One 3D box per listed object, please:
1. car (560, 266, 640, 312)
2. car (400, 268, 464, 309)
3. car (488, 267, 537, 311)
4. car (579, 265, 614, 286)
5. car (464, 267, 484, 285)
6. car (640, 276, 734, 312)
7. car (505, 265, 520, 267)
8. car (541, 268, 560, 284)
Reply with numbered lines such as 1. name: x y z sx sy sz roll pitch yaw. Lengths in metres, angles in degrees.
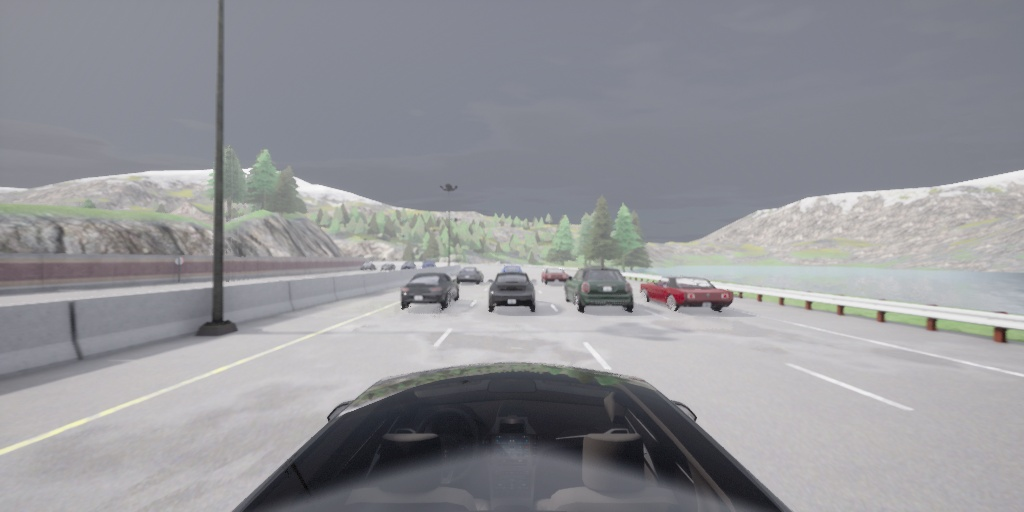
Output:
1. car: 3.510 1.249 15.257 2.097 1.767 4.553 0 -1 0
2. car: -3.487 1.428 15.726 1.812 1.442 4.674 0 0 0
3. car: 0.010 1.406 15.343 1.837 1.490 4.892 0 0 0
4. car: 7.000 1.570 30.366 1.837 1.490 4.892 0 0 0
5. car: -3.502 1.625 30.163 1.994 1.385 4.181 0 -1 0
6. car: 7.008 1.497 15.081 1.895 1.301 4.718 0 -1 0
7. car: 0.005 1.547 31.067 1.882 1.535 5.008 0 0 0
8. car: 3.497 1.660 30.078 1.895 1.301 4.718 0 -1 0
